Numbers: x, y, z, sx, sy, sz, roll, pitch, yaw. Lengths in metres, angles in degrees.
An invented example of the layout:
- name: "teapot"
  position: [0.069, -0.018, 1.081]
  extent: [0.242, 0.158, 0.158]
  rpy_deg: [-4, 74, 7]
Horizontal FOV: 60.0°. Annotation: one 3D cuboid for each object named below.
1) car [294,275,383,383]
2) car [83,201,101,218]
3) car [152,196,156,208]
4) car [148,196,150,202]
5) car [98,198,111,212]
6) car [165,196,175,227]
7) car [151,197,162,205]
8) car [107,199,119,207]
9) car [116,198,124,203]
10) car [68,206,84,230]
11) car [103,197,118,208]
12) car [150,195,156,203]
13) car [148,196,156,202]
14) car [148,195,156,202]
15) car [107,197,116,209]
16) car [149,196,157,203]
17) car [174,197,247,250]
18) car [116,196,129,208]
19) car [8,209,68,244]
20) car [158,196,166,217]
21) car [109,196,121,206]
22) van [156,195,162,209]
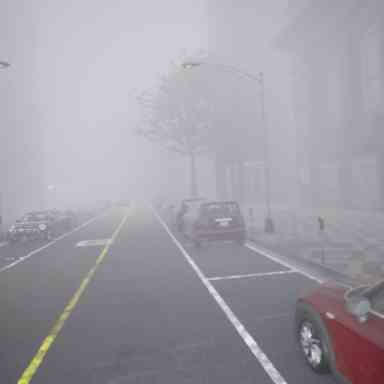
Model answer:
- name: "car"
  position: [2.480, 1.292, 2.868]
  extent: [1.967, 1.590, 4.097]
  rpy_deg: [-3, 0, -9]
- name: "car"
  position: [-11.067, 2.023, 35.031]
  extent: [1.802, 1.307, 4.206]
  rpy_deg: [-3, 0, -9]
- name: "car"
  position: [-4.364, 1.620, 47.462]
  extent: [1.802, 1.307, 4.206]
  rpy_deg: [-3, 0, -9]
- name: "car"
  position: [-6.090, 1.422, 58.609]
  extent: [2.192, 1.841, 5.009]
  rpy_deg: [-3, 0, -9]
- name: "car"
  position: [-12.757, 2.018, 46.009]
  extent: [1.752, 1.417, 4.829]
  rpy_deg: [-3, 0, -9]
- name: "car"
  position: [-0.096, 1.230, 19.590]
  extent: [2.192, 1.841, 5.009]
  rpy_deg: [-3, 0, -9]
- name: "car"
  position: [-6.933, 1.686, 64.184]
  extent: [1.887, 1.381, 4.507]
  rpy_deg: [-3, 0, -9]
- name: "car"
  position: [-16.203, 2.198, 68.471]
  extent: [1.947, 1.339, 4.313]
  rpy_deg: [-3, 0, -9]
- name: "car"
  position: [-19.626, 2.348, 90.764]
  extent: [1.947, 1.339, 4.313]
  rpy_deg: [-3, 0, -9]
- name: "car"
  position: [-9.357, 1.938, 23.884]
  extent: [1.887, 1.381, 4.507]
  rpy_deg: [-3, 0, -9]
- name: "car"
  position: [-15.362, 1.912, 62.897]
  extent: [2.192, 1.841, 5.009]
  rpy_deg: [-3, 0, -9]
- name: "car"
  position: [-5.221, 1.637, 53.034]
  extent: [1.947, 1.339, 4.313]
  rpy_deg: [-3, 0, -9]
- name: "car"
  position: [-10.354, 1.869, 86.480]
  extent: [1.802, 1.307, 4.206]
  rpy_deg: [-3, 0, -9]
- name: "car"
  position: [-11.218, 1.767, 92.055]
  extent: [1.967, 1.590, 4.097]
  rpy_deg: [-3, 0, -9]
- name: "car"
  position: [-13.650, 1.842, 51.749]
  extent: [2.192, 1.841, 5.009]
  rpy_deg: [-3, 0, -9]
- name: "car"
  position: [-9.528, 1.776, 81.074]
  extent: [1.752, 1.417, 4.829]
  rpy_deg: [-3, 0, -9]
- name: "car"
  position: [0.760, 1.207, 14.017]
  extent: [2.192, 1.841, 5.009]
  rpy_deg: [-3, 0, -9]
- name: "car"
  position: [-11.690, 1.890, 56.603]
  extent: [1.882, 1.535, 5.008]
  rpy_deg: [-3, 0, -9]
- name: "car"
  position: [-8.506, 1.810, 18.310]
  extent: [1.967, 1.590, 4.097]
  rpy_deg: [-3, 0, -9]
- name: "car"
  position: [-1.802, 1.402, 30.739]
  extent: [1.967, 1.590, 4.097]
  rpy_deg: [-3, 0, -9]
- name: "car"
  position: [-17.072, 1.983, 74.043]
  extent: [2.192, 1.841, 5.009]
  rpy_deg: [-3, 0, -9]
- name: "van"
  position: [-2.664, 1.327, 36.313]
  extent: [1.690, 1.788, 3.998]
  rpy_deg: [-3, 0, -9]
